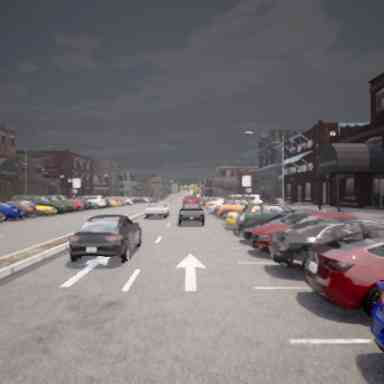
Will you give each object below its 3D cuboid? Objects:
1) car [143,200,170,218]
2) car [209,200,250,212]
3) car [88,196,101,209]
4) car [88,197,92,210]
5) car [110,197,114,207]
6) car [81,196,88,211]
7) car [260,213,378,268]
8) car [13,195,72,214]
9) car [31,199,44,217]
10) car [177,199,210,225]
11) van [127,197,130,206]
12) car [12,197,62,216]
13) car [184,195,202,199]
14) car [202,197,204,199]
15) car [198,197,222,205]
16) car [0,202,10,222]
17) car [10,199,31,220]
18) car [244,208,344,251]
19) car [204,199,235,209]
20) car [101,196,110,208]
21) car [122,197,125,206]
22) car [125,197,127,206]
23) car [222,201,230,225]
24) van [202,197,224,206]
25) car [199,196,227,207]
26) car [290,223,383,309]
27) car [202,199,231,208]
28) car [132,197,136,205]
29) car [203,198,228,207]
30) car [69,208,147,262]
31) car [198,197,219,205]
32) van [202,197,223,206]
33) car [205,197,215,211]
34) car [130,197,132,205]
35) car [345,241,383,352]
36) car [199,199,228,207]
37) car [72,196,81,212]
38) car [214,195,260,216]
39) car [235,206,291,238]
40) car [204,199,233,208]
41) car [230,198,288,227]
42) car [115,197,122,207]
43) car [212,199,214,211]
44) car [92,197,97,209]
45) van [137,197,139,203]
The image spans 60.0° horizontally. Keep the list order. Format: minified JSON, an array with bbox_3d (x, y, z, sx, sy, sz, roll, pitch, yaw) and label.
[{"bbox_3d":[-3.075,1.655,30.444,1.895,1.301,4.718,0,0,0],"label":"car"},{"bbox_3d":[4.477,1.663,39.854,4.674,1.452,2.002,0,-1,0],"label":"car"},{"bbox_3d":[-16.068,1.658,48.209,4.553,1.767,2.185,0,-1,0],"label":"car"},{"bbox_3d":[-15.989,1.679,42.698,5.008,1.535,2.097,0,-1,0],"label":"car"},{"bbox_3d":[-16.052,1.651,53.723,5.566,2.045,2.435,0,-1,0],"label":"car"},{"bbox_3d":[-15.945,1.388,39.945,5.566,2.045,2.435,0,-1,0],"label":"car"},{"bbox_3d":[4.652,1.486,9.300,4.892,1.521,2.231,0,0,0],"label":"car"},{"bbox_3d":[-15.902,1.323,34.435,5.566,2.045,2.435,0,-1,0],"label":"car"},{"bbox_3d":[-15.885,1.575,28.923,4.674,1.452,2.002,0,0,0],"label":"car"},{"bbox_3d":[-0.038,1.525,24.507,2.128,1.511,4.902,0,0,0],"label":"car"},{"bbox_3d":[-16.092,2.017,70.268,4.442,1.987,1.878,0,-1,0],"label":"van"},{"bbox_3d":[-15.724,1.547,31.682,5.366,1.575,1.946,0,0,0],"label":"car"},{"bbox_3d":[-0.149,1.414,43.026,2.150,2.045,5.566,0,-1,0],"label":"car"},{"bbox_3d":[4.421,1.829,50.838,5.008,1.535,2.097,0,-1,0],"label":"car"},{"bbox_3d":[4.296,2.144,78.754,5.566,2.045,2.435,0,-1,0],"label":"car"},{"bbox_3d":[-15.876,1.389,23.411,4.553,1.767,2.185,0,0,0],"label":"car"},{"bbox_3d":[-15.861,1.523,26.169,5.008,1.535,2.097,0,0,0],"label":"car"},{"bbox_3d":[4.648,1.488,12.080,5.008,1.535,2.097,0,0,0],"label":"car"},{"bbox_3d":[4.405,1.894,53.741,4.892,1.521,2.231,0,-1,0],"label":"car"},{"bbox_3d":[-16.087,1.591,50.966,5.566,2.045,2.435,0,-1,0],"label":"car"},{"bbox_3d":[-16.351,2.132,64.747,5.366,1.575,1.946,0,-1,0],"label":"car"},{"bbox_3d":[-16.184,2.230,67.504,4.674,1.452,2.002,0,-1,0],"label":"car"},{"bbox_3d":[4.780,1.500,20.292,5.366,1.575,1.946,0,0,0],"label":"car"},{"bbox_3d":[4.420,2.017,70.419,4.442,1.987,1.878,0,-1,0],"label":"van"},{"bbox_3d":[4.288,1.934,67.520,5.566,2.045,2.435,0,-1,0],"label":"car"},{"bbox_3d":[4.704,1.512,6.522,4.792,1.488,2.163,0,0,0],"label":"car"},{"bbox_3d":[4.361,2.014,59.299,5.008,1.535,2.097,0,-1,0],"label":"car"},{"bbox_3d":[-16.223,2.094,75.783,5.566,2.045,2.435,0,-1,0],"label":"car"},{"bbox_3d":[4.381,1.948,62.080,4.553,1.767,2.185,0,-1,0],"label":"car"},{"bbox_3d":[-2.968,1.534,12.071,1.812,1.442,4.674,0,0,0],"label":"car"},{"bbox_3d":[4.271,2.280,87.090,5.566,2.045,2.435,0,-1,0],"label":"car"},{"bbox_3d":[4.409,2.068,73.073,4.442,1.987,1.878,0,-1,0],"label":"van"},{"bbox_3d":[4.484,1.309,34.305,5.566,2.045,2.435,0,-1,0],"label":"car"},{"bbox_3d":[-16.261,2.169,73.022,4.553,1.767,2.185,0,-1,0],"label":"car"},{"bbox_3d":[4.686,1.481,3.617,5.008,1.535,2.097,0,0,0],"label":"car"},{"bbox_3d":[4.149,2.127,64.731,5.366,1.575,1.946,0,-1,0],"label":"car"},{"bbox_3d":[-15.923,1.350,37.193,5.566,2.045,2.435,0,-1,0],"label":"car"},{"bbox_3d":[4.513,1.401,28.751,4.553,1.767,2.185,0,0,0],"label":"car"},{"bbox_3d":[4.597,1.522,14.858,4.792,1.488,2.163,0,0,0],"label":"car"},{"bbox_3d":[4.412,1.983,56.519,4.792,1.488,2.163,0,-1,0],"label":"car"},{"bbox_3d":[4.582,1.372,17.629,4.553,1.767,2.185,0,0,0],"label":"car"},{"bbox_3d":[-16.330,2.075,61.988,5.366,1.575,1.946,0,-1,0],"label":"car"},{"bbox_3d":[4.527,1.580,31.528,4.674,1.452,2.002,0,0,0],"label":"car"},{"bbox_3d":[-16.045,1.760,45.449,4.792,1.488,2.163,0,-1,0],"label":"car"},{"bbox_3d":[-16.432,2.260,84.056,4.442,1.987,1.878,0,-1,0],"label":"van"}]
